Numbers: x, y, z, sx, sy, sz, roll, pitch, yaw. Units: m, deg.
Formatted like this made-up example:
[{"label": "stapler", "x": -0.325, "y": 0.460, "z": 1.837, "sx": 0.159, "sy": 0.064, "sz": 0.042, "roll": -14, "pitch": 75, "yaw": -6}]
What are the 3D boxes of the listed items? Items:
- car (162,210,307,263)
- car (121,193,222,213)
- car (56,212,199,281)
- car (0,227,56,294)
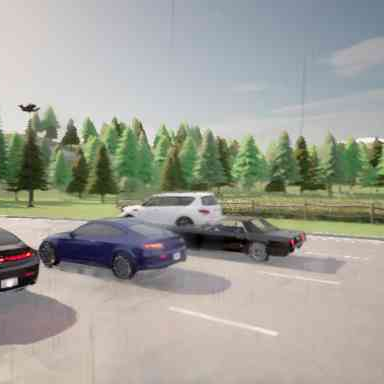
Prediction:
[{"label": "car", "x": 1.322, "y": 1.496, "z": 11.475, "sx": 4.718, "sy": 1.301, "sz": 1.895, "roll": 0, "pitch": 1, "yaw": 32}, {"label": "car", "x": -1.167, "y": 1.069, "z": 17.042, "sx": 5.566, "sy": 2.045, "sz": 2.150, "roll": 0, "pitch": 0, "yaw": 29}, {"label": "car", "x": -2.354, "y": 1.443, "z": 9.541, "sx": 4.674, "sy": 1.442, "sz": 1.812, "roll": 0, "pitch": 0, "yaw": 31}, {"label": "car", "x": -5.461, "y": 1.444, "z": 7.343, "sx": 4.892, "sy": 1.490, "sz": 1.837, "roll": 0, "pitch": -1, "yaw": 30}]
